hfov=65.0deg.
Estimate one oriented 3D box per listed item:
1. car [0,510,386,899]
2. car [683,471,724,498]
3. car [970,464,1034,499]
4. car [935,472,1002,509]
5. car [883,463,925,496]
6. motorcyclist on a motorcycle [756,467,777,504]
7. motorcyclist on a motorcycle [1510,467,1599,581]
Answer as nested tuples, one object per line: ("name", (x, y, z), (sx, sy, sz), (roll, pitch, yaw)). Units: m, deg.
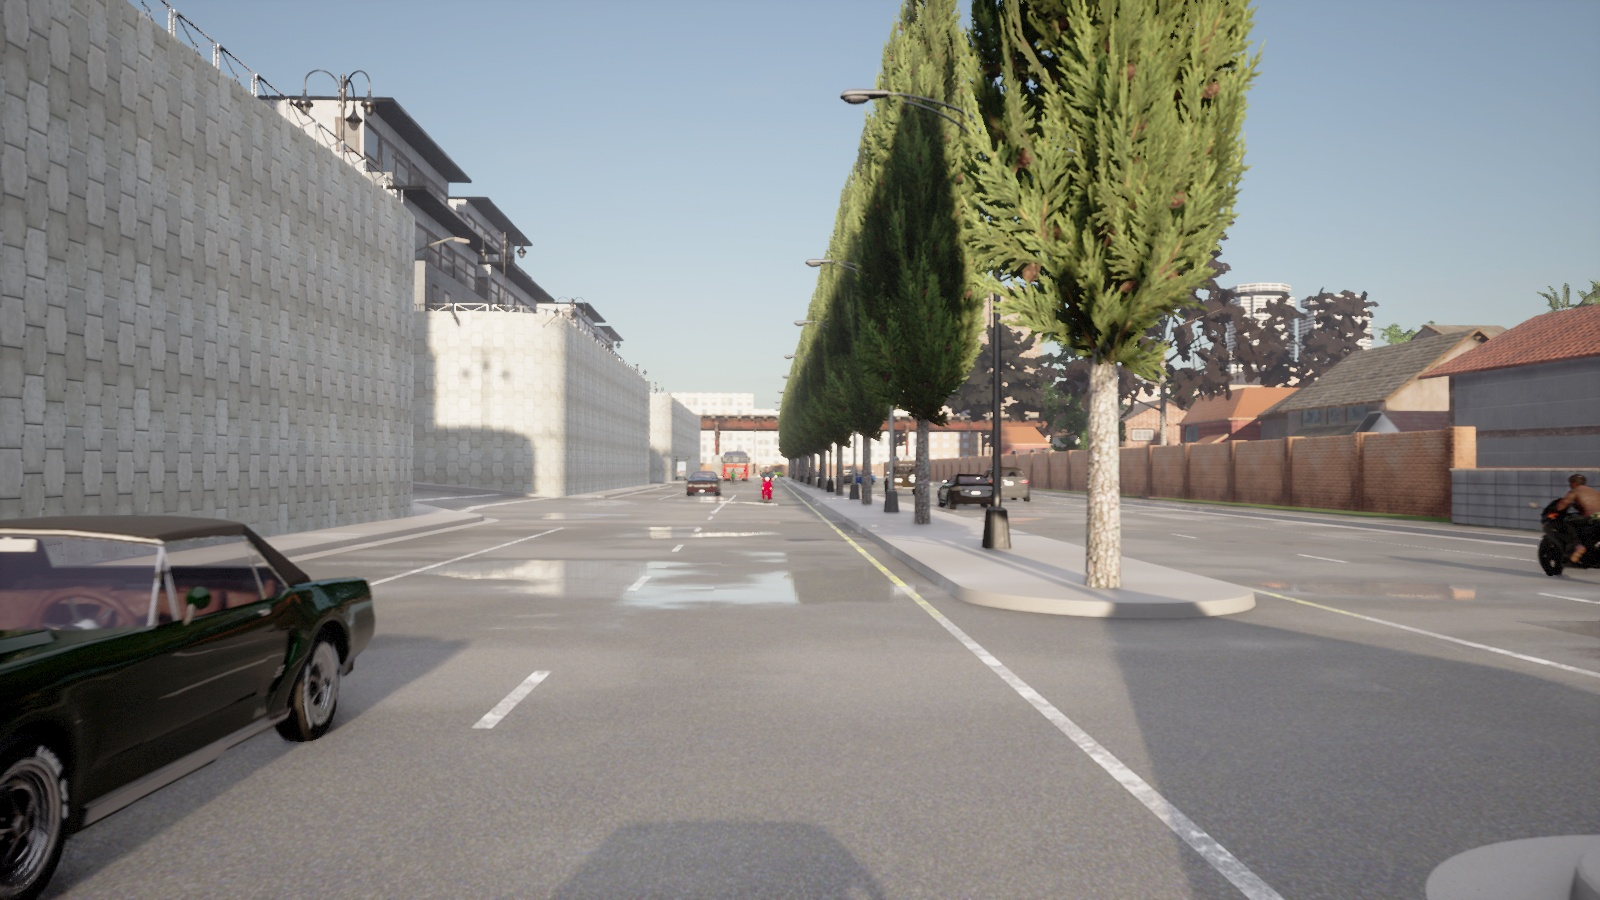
("car", (-3.594, 1.012, 5.828), (1.895, 1.301, 4.718), (0, -1, -1))
("car", (-5.414, 1.925, 71.127), (2.033, 1.411, 5.357), (0, -1, -2))
("car", (9.856, 1.520, 61.678), (2.242, 1.667, 4.611), (0, -1, -2))
("car", (6.679, 1.583, 50.126), (1.994, 1.385, 4.181), (0, -1, -2))
("car", (6.033, 1.677, 73.143), (1.932, 1.855, 4.605), (0, -1, -2))
("motorcyclist on a motorcycle", (-1.446, 1.530, 54.539), (0.866, 1.590, 1.817), (1, -1, -2))
("motorcyclist on a motorcycle", (11.085, 1.010, 17.824), (0.797, 1.523, 2.044), (0, -1, -2))
